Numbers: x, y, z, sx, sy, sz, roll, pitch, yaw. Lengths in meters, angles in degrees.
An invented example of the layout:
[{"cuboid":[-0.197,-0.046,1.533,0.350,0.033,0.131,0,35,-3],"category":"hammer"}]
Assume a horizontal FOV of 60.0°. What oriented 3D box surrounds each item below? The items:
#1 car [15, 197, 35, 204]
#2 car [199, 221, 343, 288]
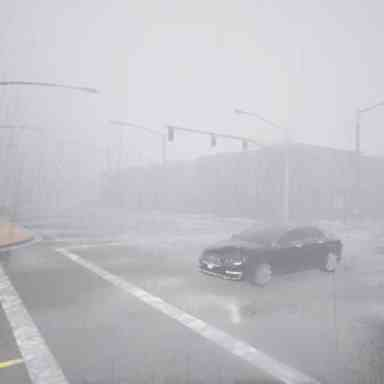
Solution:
[{"cuboid":[-40.432,1.927,80.556,4.553,1.767,2.097,0,-1,21],"category":"car"},{"cuboid":[2.459,1.654,9.751,4.892,1.490,1.837,1,-1,-35],"category":"car"}]
